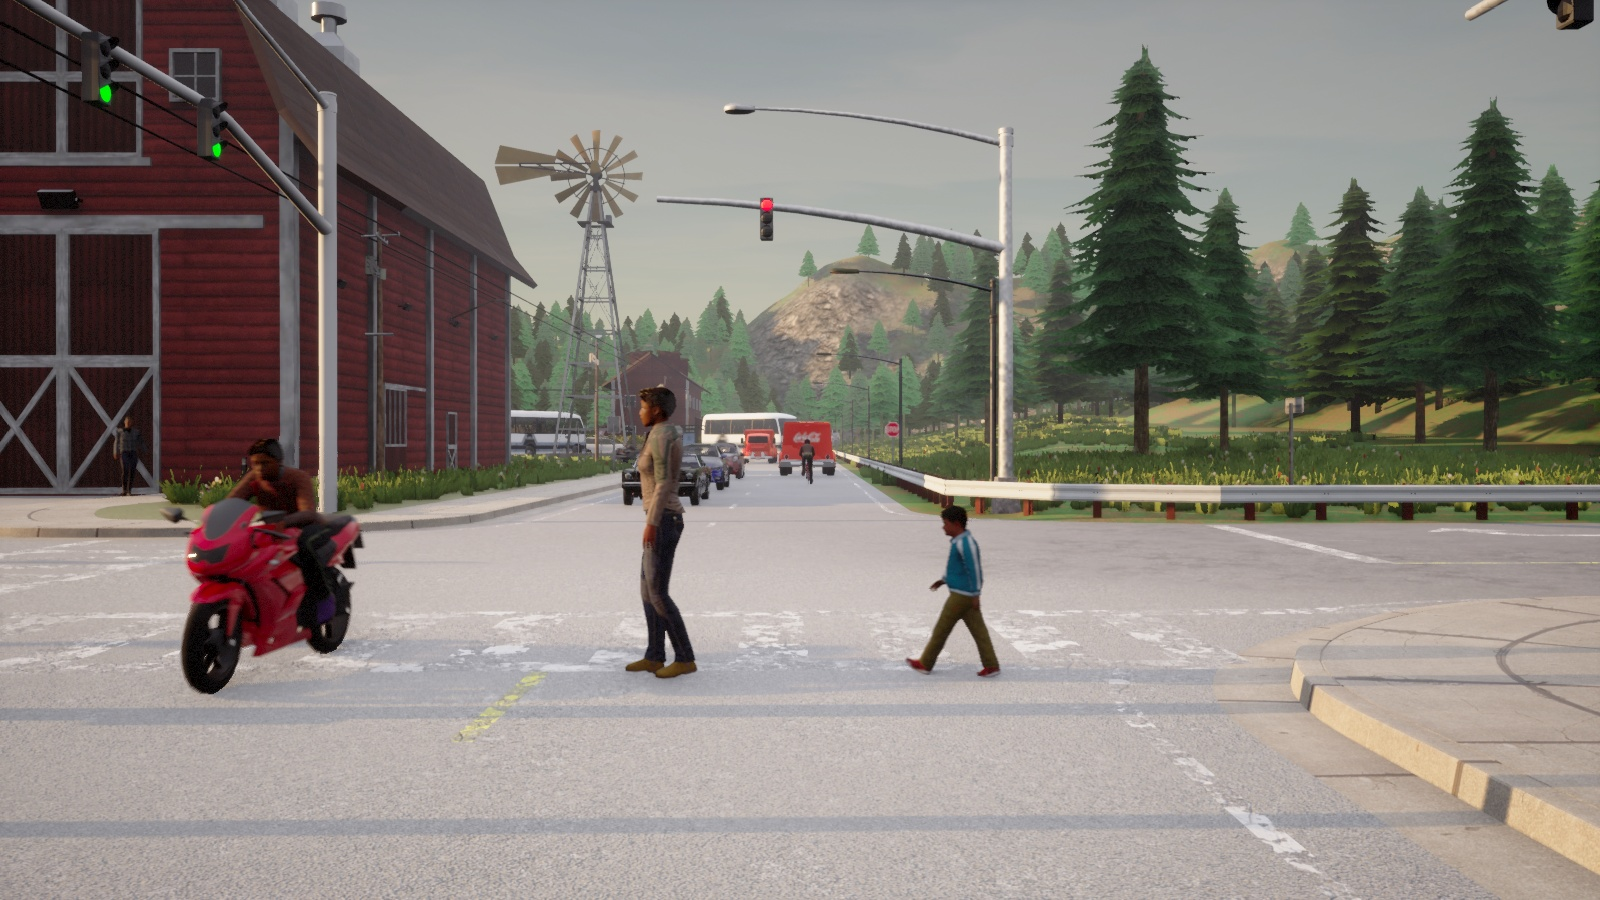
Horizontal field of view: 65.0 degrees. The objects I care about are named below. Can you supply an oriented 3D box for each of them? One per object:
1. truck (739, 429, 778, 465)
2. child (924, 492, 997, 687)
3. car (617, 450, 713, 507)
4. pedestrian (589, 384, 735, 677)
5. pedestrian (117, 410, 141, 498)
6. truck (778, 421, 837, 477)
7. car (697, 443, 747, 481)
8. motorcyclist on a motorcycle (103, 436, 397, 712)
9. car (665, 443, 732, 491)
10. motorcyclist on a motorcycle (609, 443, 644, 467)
[{"bbox_3d":[-2.971,-0.277,91.553,2.627,2.467,5.204,0,2,0],"label":"truck"},{"bbox_3d":[1.029,0.874,8.011,0.448,1.192,0.343,0,0,9],"label":"child"},{"bbox_3d":[-3.310,0.665,31.709,1.895,1.301,4.718,0,0,0],"label":"car"},{"bbox_3d":[-0.864,0.496,7.936,0.869,1.805,0.328,0,0,4],"label":"pedestrian"},{"bbox_3d":[-15.054,0.090,28.162,0.423,1.949,0.788,0,0,-32],"label":"pedestrian"},{"bbox_3d":[0.337,-0.069,58.252,2.627,2.467,5.204,0,0,0],"label":"truck"},{"bbox_3d":[-3.197,0.464,52.090,1.845,1.501,3.633,0,0,0],"label":"car"},{"bbox_3d":[-3.408,0.677,8.036,0.797,1.523,2.044,1,1,6],"label":"motorcyclist on a motorcycle"},{"bbox_3d":[-3.259,0.526,40.978,1.816,1.474,4.193,0,0,0],"label":"car"},{"bbox_3d":[-10.983,0.323,79.669,2.191,1.530,0.866,0,0,-7],"label":"motorcyclist on a motorcycle"}]
